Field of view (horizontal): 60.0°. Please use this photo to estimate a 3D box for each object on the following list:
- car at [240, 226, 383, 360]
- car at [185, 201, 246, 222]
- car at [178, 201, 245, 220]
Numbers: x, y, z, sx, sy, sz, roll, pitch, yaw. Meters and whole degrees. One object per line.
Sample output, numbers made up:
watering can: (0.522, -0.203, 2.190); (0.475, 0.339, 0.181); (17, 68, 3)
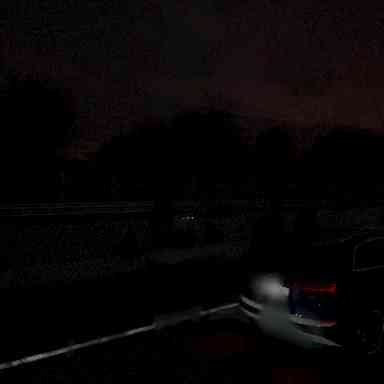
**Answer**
car: (3.020, 1.436, 6.023); (4.856, 1.649, 2.033); (0, 0, -35)
car: (1.963, 1.512, 26.881); (4.892, 1.490, 1.837); (0, 0, -35)
car: (1.379, 1.512, 22.169); (4.892, 1.490, 1.837); (0, 0, -35)
